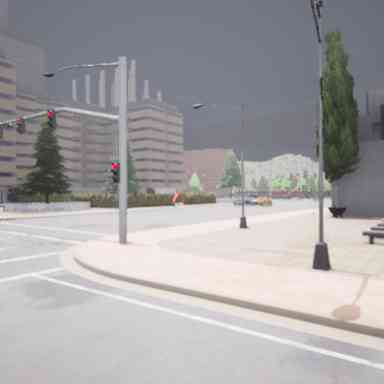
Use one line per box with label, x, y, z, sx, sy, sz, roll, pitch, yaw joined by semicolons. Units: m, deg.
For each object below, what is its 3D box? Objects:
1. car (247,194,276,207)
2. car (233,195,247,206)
car;11.375;1.564;54.327;1.882;1.535;5.008;0;0;36
car;8.743;1.626;56.652;1.812;1.442;4.674;0;0;36
